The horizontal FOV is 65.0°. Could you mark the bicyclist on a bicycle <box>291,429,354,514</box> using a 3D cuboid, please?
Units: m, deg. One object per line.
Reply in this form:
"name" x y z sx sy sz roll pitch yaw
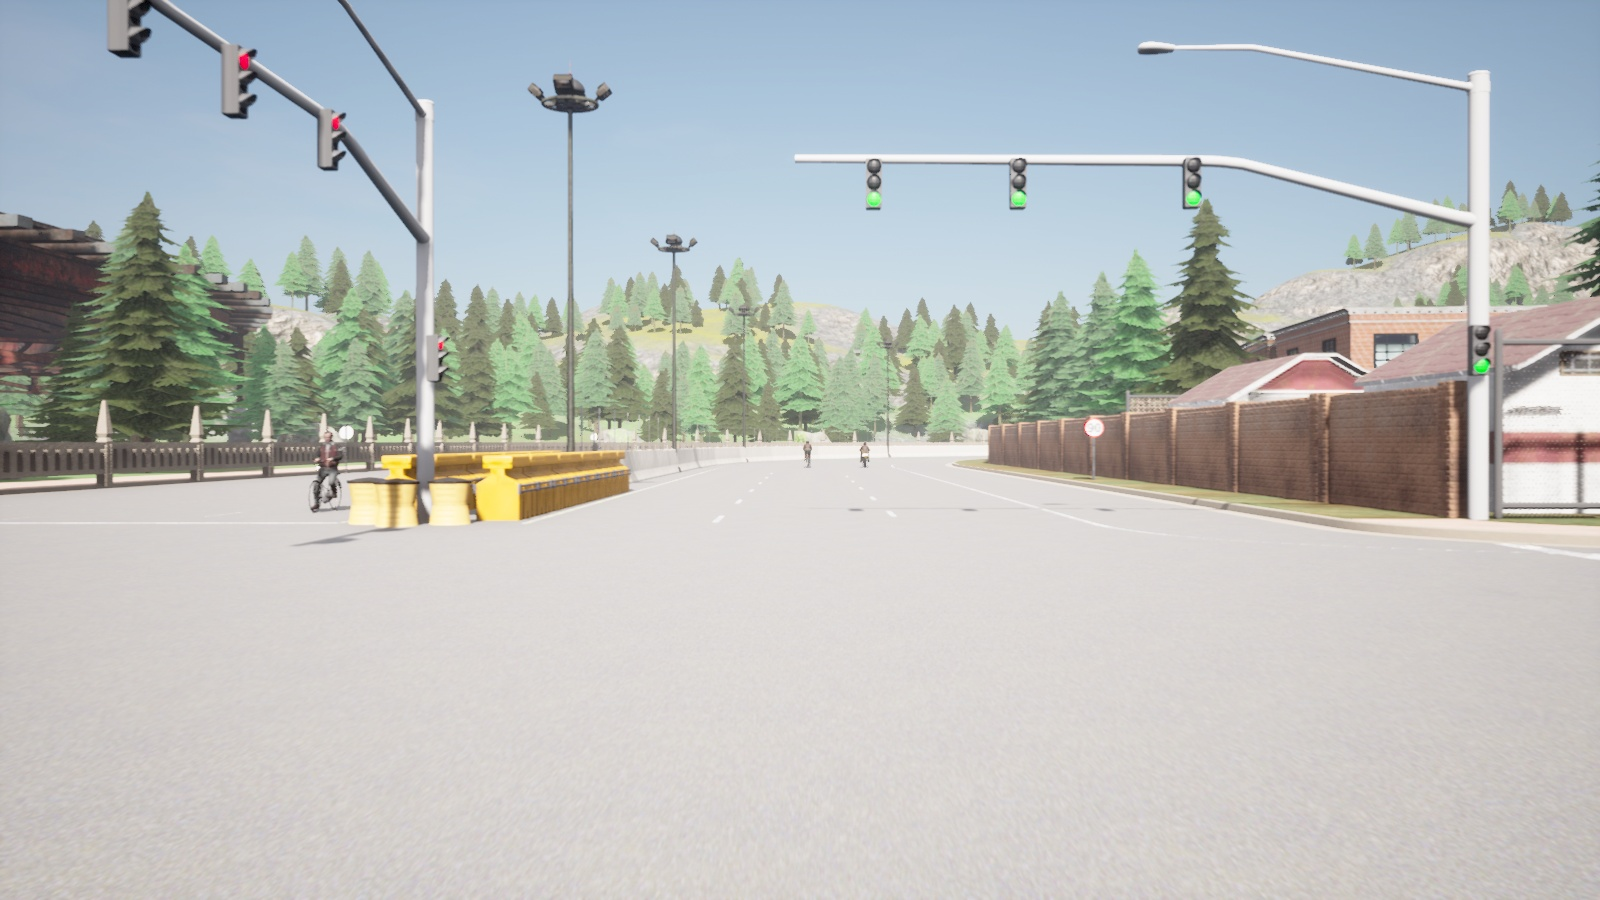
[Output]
"bicyclist on a bicycle" -10.330 0.454 27.238 0.659 1.776 1.843 0 0 0
